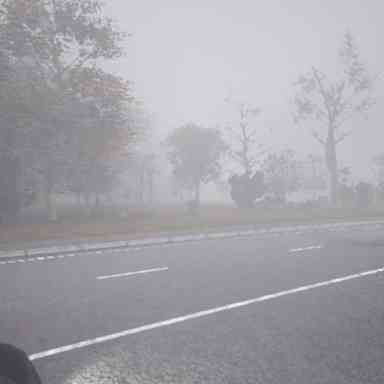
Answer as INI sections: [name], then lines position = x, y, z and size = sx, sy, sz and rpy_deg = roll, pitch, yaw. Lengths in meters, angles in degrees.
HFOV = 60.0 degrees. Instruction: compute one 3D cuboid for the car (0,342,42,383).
[car]
position = -2.861, 1.557, 1.578
size = 4.181, 1.385, 1.994
rpy_deg = 0, 0, -36
